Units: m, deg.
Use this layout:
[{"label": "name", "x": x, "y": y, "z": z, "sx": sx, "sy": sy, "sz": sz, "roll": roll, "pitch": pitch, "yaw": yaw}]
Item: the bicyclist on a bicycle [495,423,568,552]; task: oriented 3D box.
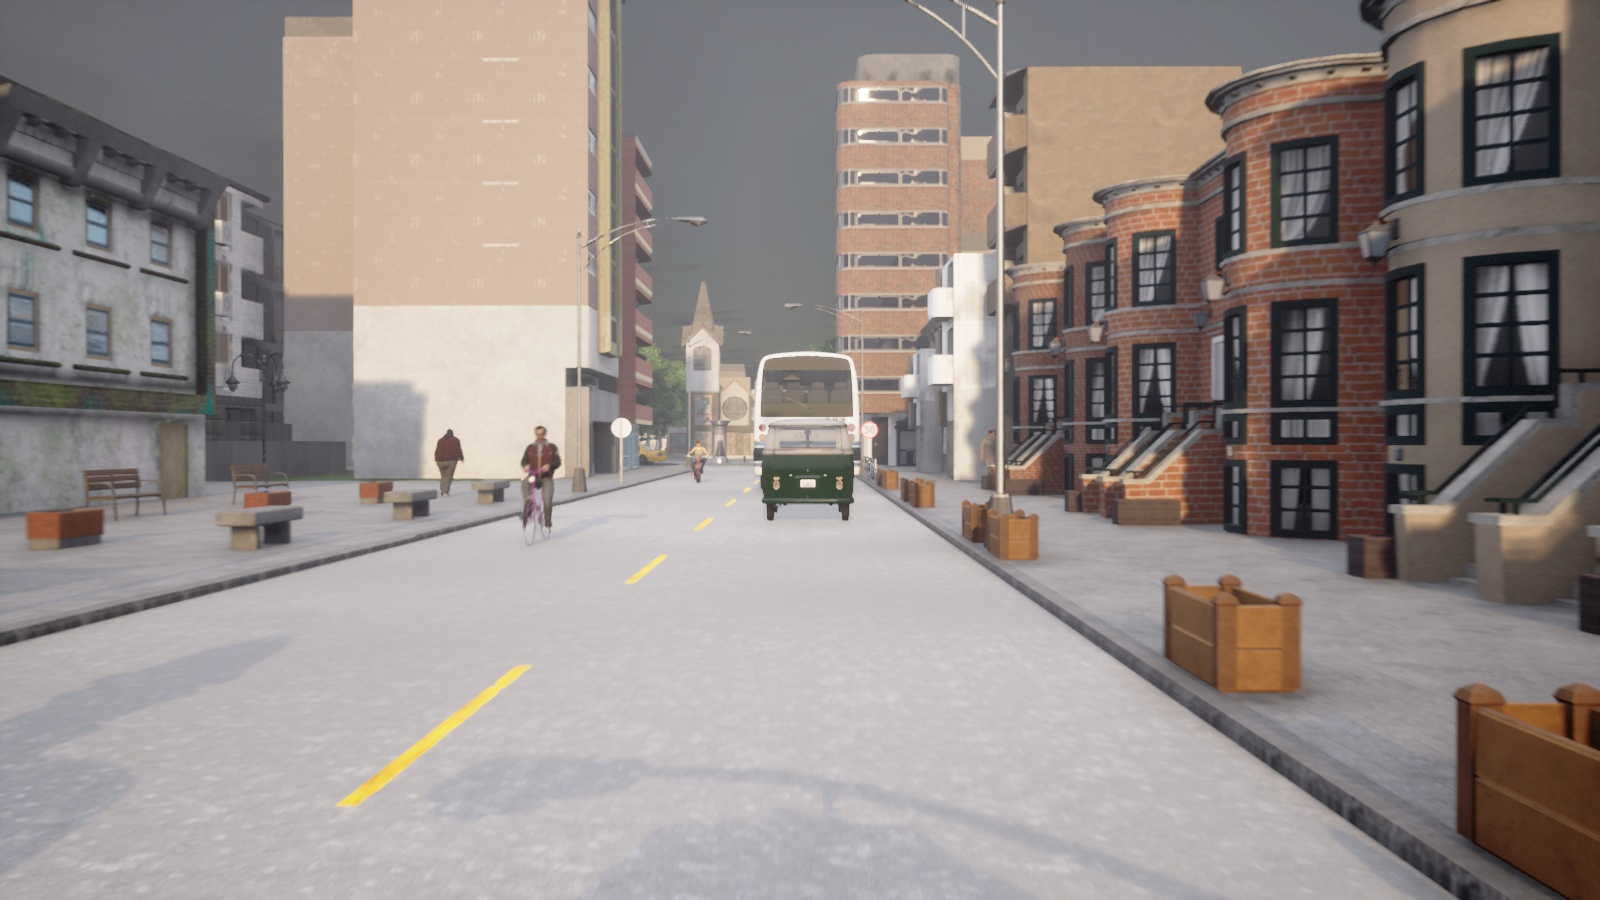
[{"label": "bicyclist on a bicycle", "x": -3.882, "y": 0.511, "z": 18.255, "sx": 0.659, "sy": 1.776, "sz": 1.843, "roll": 0, "pitch": 0, "yaw": 0}]

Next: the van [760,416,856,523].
[{"label": "van", "x": 0.158, "y": 0.356, "z": 25.550, "sx": 1.775, "sy": 1.987, "sz": 4.442, "roll": 0, "pitch": 0, "yaw": 0}]

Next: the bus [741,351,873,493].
[{"label": "bus", "x": 0.229, "y": -0.871, "z": 42.944, "sx": 3.944, "sy": 4.253, "sz": 10.273, "roll": 0, "pitch": 0, "yaw": 0}]

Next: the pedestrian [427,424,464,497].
[{"label": "pedestrian", "x": -9.115, "y": 0.268, "z": 32.305, "sx": 0.634, "sy": 1.844, "sz": 0.899, "roll": 0, "pitch": 0, "yaw": 4}]

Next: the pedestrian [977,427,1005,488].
[{"label": "pedestrian", "x": 6.126, "y": 0.235, "z": 40.293, "sx": 0.659, "sy": 1.952, "sz": 0.873, "roll": 0, "pitch": 0, "yaw": -11}]

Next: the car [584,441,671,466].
[{"label": "car", "x": -11.315, "y": 0.216, "z": 82.443, "sx": 5.366, "sy": 1.575, "sz": 1.801, "roll": 0, "pitch": 0, "yaw": 8}]
